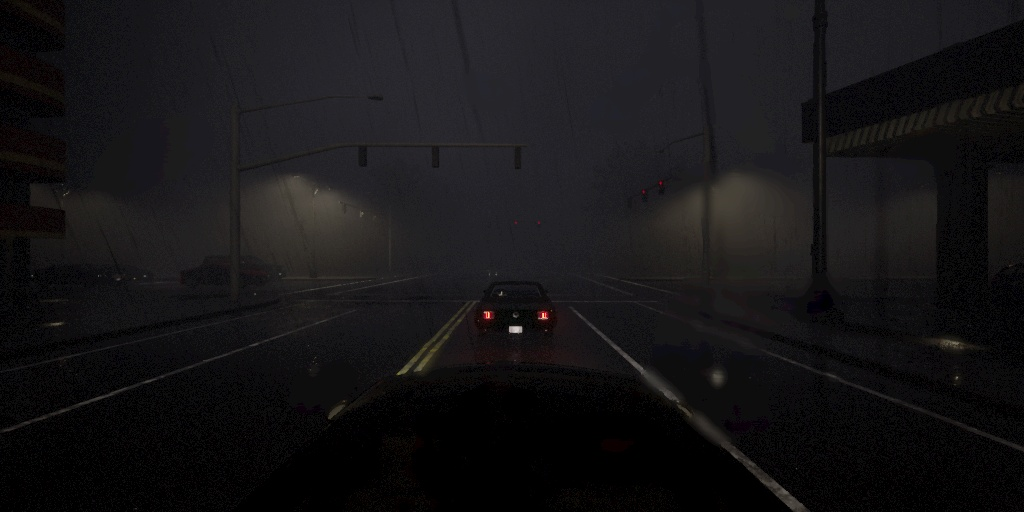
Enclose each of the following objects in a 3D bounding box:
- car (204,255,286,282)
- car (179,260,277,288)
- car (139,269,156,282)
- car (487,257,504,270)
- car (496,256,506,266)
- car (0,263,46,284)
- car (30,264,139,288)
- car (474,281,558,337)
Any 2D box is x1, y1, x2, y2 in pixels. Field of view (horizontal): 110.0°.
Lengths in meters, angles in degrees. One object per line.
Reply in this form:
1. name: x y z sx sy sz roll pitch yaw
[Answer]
1. car: -19.887 0.971 26.537 5.566 2.045 2.150 0 0 1
2. car: -18.327 1.228 22.989 5.008 1.535 1.882 0 0 1
3. car: -29.305 1.314 26.688 4.181 1.385 1.994 0 0 0
4. car: -2.709 1.241 53.963 2.128 1.511 4.902 0 0 1
5. car: -2.586 1.241 64.147 2.128 1.511 4.902 0 0 1
6. car: -38.429 1.276 26.864 4.674 1.442 1.812 0 0 1
7. car: -27.830 1.241 23.164 4.902 1.511 2.128 0 0 1
8. car: 0.099 1.351 10.218 1.895 1.301 4.718 0 0 0
